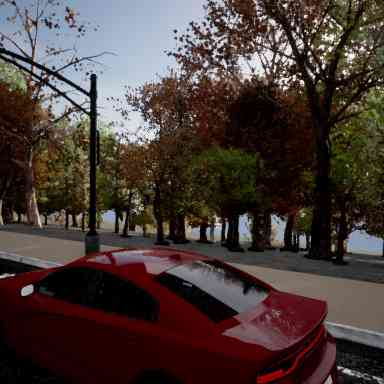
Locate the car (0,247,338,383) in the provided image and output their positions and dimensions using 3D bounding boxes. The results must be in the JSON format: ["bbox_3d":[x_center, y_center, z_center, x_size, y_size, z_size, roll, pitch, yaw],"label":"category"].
[{"bbox_3d":[-0.859,1.477,4.289,5.008,1.535,1.882,0,0,35],"label":"car"}]
